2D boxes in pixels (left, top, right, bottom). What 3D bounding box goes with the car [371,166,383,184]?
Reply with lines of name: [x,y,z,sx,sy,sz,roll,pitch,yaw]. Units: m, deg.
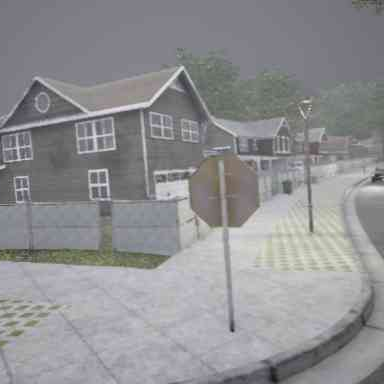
car: [15.751,-1.481,27.075,1.895,1.301,4.718,-2,5,33]
